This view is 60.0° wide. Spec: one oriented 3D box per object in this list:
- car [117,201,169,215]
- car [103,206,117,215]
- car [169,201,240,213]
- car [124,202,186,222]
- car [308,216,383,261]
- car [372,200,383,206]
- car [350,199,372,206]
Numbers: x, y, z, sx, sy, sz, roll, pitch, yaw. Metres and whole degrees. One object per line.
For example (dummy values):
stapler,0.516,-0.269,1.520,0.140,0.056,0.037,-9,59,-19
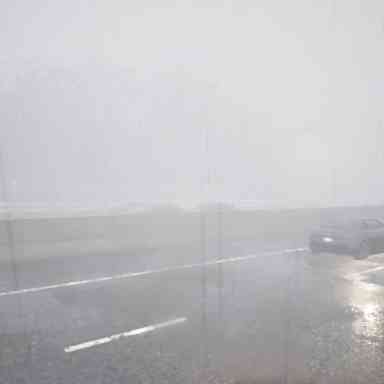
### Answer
car,-2.425,1.545,23.738,5.008,1.535,1.882,0,0,-35
car,-5.551,1.581,30.102,4.892,1.490,1.837,0,0,-35
car,1.170,1.428,21.998,4.553,1.767,2.097,0,0,-35
car,-2.999,1.583,27.623,4.892,1.490,1.837,0,0,-35
car,6.335,1.630,12.672,4.181,1.385,1.994,0,0,-35
car,30.386,1.800,51.309,4.892,1.490,1.837,0,0,-35
car,27.653,1.831,53.622,5.357,1.411,2.033,0,0,-34
